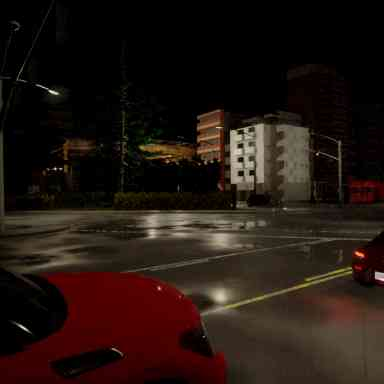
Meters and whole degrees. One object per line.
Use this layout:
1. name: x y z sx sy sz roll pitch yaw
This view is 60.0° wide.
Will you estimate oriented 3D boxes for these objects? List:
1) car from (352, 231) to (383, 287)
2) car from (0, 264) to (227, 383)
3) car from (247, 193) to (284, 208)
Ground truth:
1. car: 5.544 1.433 7.715 4.674 1.442 1.812 -1 1 -35
2. car: -2.355 1.222 2.061 5.566 2.045 2.150 0 0 -35
3. car: 8.616 0.943 39.342 2.097 1.767 4.553 -1 1 -35
